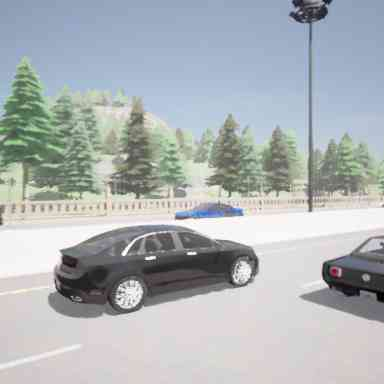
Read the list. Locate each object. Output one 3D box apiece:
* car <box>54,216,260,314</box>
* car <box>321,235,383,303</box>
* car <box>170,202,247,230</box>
[{"bbox_3d":[-0.540,1.501,7.659,4.892,1.490,1.837,0,0,-35],"label":"car"},{"bbox_3d":[5.009,1.592,7.318,4.718,1.301,1.895,0,0,-35],"label":"car"},{"bbox_3d":[1.156,1.463,22.006,5.008,1.535,1.882,0,0,-35],"label":"car"}]
